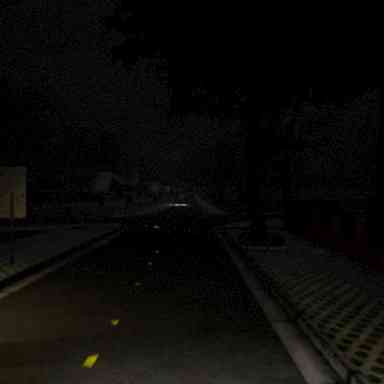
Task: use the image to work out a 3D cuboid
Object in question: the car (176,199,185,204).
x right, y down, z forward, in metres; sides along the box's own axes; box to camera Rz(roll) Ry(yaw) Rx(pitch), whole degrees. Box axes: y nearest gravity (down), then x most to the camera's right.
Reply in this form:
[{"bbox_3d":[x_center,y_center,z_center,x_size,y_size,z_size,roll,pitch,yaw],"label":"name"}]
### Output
[{"bbox_3d":[-2.761,2.240,79.583,1.895,1.301,4.718,0,0,0],"label":"car"}]
